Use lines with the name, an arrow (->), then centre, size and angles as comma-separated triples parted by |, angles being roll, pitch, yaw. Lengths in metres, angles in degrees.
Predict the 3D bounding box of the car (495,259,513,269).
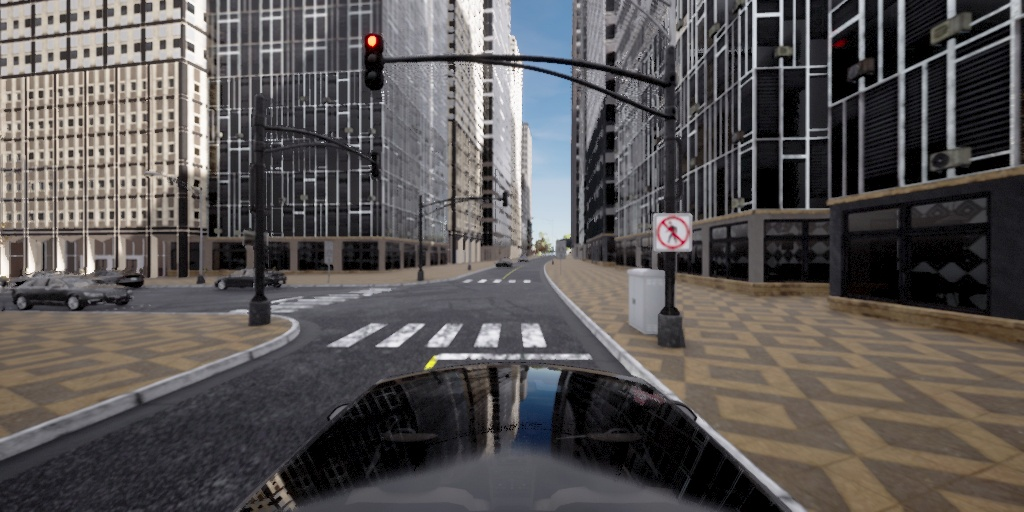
car -> -1.006, 0.996, 47.153 | 1.895, 1.301, 4.718 | 0, 1, 6

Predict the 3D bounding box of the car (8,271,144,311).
car -> -18.140, 1.467, 14.874 | 4.403, 1.370, 2.007 | 0, 0, 9

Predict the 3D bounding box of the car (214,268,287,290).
car -> -16.834, 1.449, 23.153 | 4.403, 1.370, 2.007 | 0, 0, 9
